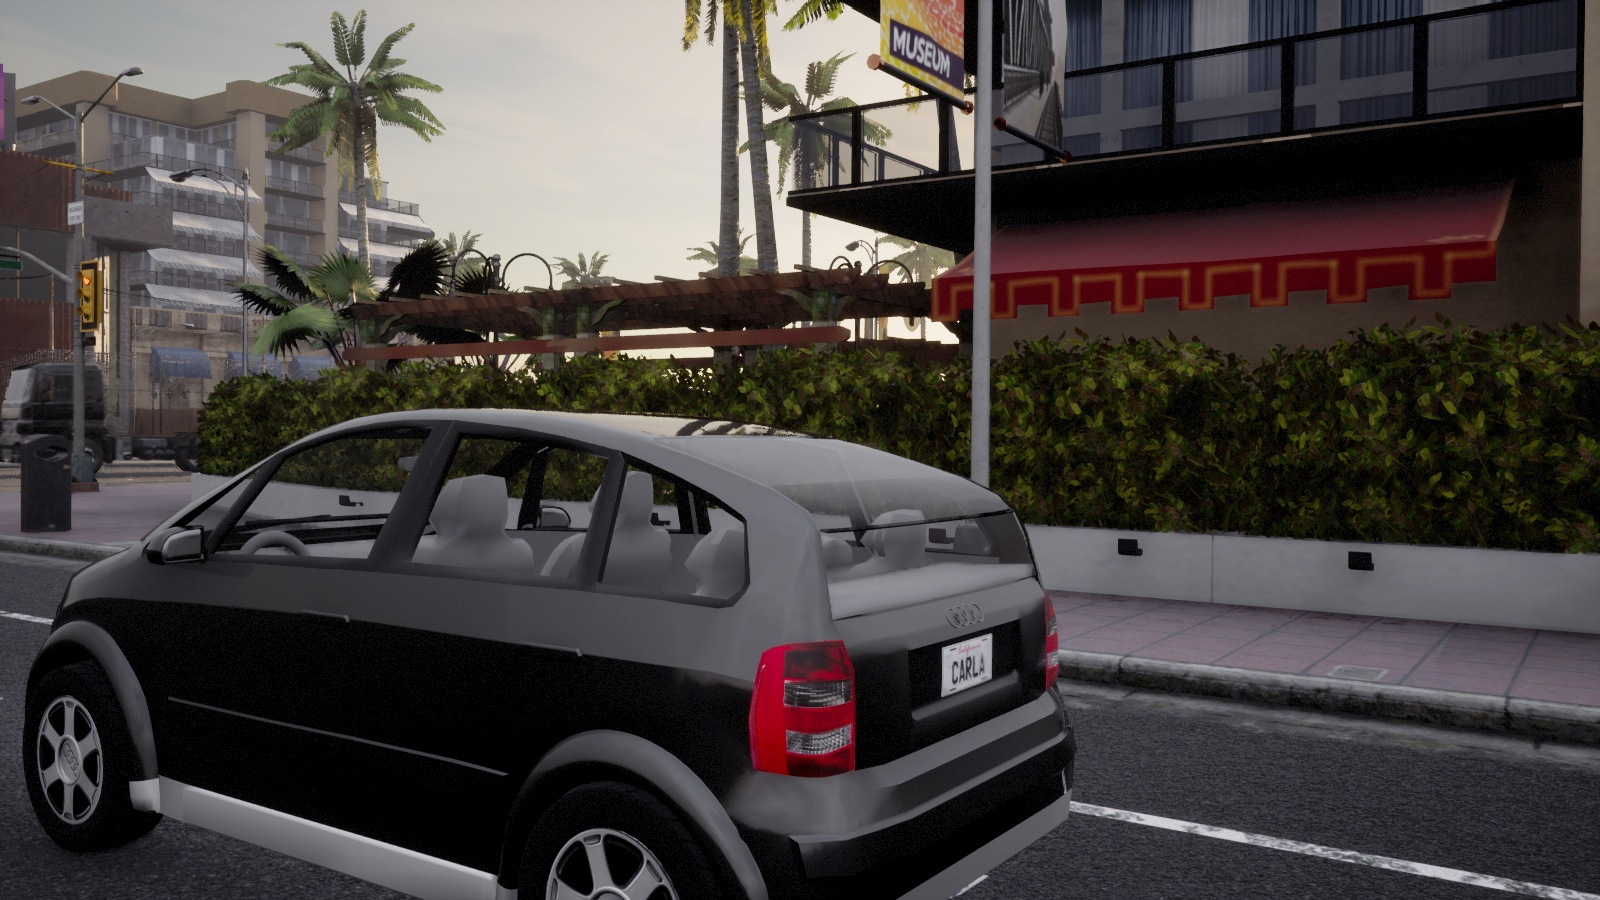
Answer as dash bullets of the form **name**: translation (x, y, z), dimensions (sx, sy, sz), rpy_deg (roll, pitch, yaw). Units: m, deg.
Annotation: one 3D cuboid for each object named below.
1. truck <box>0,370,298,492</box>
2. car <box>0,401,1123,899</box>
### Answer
- **truck**: translation (-20.248, -0.602, 39.196), dimensions (7.936, 3.462, 2.891), rpy_deg (-1, 1, -43)
- **car**: translation (-1.011, 0.661, 4.288), dimensions (3.705, 1.549, 1.789), rpy_deg (0, 1, 34)
